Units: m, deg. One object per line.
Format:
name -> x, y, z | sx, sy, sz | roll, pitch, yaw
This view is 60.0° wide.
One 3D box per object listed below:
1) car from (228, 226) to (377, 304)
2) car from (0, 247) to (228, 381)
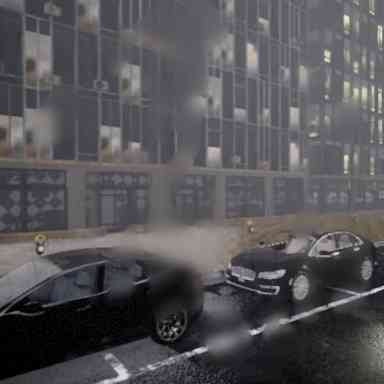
car -> 2.798, 1.553, 8.078 | 4.403, 1.369, 2.008 | 0, 0, -35
car -> -1.798, 1.566, 4.814 | 4.313, 1.339, 1.947 | 0, 0, -35
